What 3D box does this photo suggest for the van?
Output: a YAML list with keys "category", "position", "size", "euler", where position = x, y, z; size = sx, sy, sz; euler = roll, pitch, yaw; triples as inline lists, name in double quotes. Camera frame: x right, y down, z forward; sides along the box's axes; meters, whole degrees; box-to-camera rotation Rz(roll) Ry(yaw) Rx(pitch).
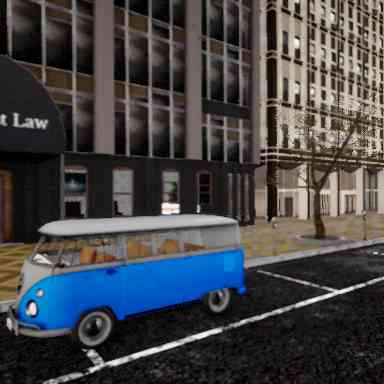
- category: "van"
  position: [-0.874, 1.341, 5.940]
  size: [3.998, 1.788, 1.690]
  euler: [0, 0, -35]
